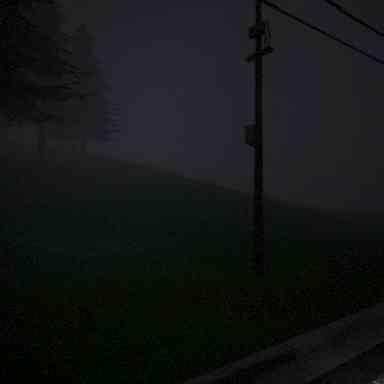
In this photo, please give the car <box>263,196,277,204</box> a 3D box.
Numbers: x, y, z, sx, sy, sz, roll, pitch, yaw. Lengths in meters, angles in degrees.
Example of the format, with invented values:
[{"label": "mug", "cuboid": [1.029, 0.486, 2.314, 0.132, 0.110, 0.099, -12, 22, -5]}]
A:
[{"label": "car", "cuboid": [14.192, 1.459, 64.529, 2.128, 1.511, 4.902, 0, 0, -35]}]
